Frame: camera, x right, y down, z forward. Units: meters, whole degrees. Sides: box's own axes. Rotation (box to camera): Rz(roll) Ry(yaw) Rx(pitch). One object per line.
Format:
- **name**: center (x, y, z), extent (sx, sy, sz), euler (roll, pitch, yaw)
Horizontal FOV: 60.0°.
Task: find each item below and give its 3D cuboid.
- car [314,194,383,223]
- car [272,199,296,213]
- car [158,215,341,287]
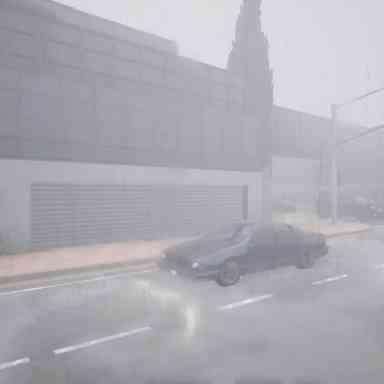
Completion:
- **car**: center (12.479, 1.221, 26.450), extent (2.150, 2.045, 5.566), euler (0, 0, -34)
- **car**: center (9.265, 1.526, 36.775), extent (1.812, 1.442, 4.674), euler (0, 0, -37)
- **car**: center (1.730, 1.548, 9.515), extent (5.357, 1.411, 2.033), euler (0, 0, -35)
